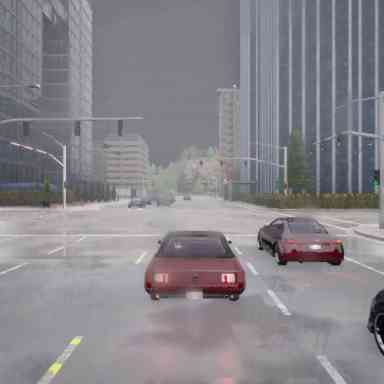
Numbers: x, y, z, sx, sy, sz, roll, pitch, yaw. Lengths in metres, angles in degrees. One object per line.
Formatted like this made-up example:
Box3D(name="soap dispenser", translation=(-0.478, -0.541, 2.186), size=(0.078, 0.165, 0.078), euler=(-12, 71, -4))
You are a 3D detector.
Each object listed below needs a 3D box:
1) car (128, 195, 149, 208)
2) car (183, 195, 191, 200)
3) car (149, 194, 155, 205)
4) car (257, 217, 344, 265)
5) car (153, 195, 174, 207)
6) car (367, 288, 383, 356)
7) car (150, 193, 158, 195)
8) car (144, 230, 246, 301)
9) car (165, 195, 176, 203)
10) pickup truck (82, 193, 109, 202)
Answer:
Box3D(name="car", translation=(-7.793, 1.526, 47.464), size=(1.812, 1.442, 4.674), euler=(0, 0, 1))
Box3D(name="car", translation=(-1.295, 1.553, 88.561), size=(1.994, 1.385, 4.181), euler=(0, 0, -1))
Box3D(name="car", translation=(-7.911, 1.504, 56.717), size=(1.837, 1.490, 4.892), euler=(0, 0, -1))
Box3D(name="car", translation=(3.577, 1.564, 11.647), size=(1.994, 1.385, 4.181), euler=(0, 0, 0))
Box3D(name="car", translation=(-4.350, 1.547, 51.564), size=(2.033, 1.411, 5.357), euler=(0, 0, -1))
Box3D(name="car", translation=(3.608, 1.564, 3.236), size=(1.994, 1.385, 4.181), euler=(0, 0, -1))
Box3D(name="car", translation=(-8.011, 1.225, 68.943), size=(2.150, 2.045, 5.566), euler=(0, 0, -1))
Box3D(name="car", translation=(0.071, 1.601, 8.289), size=(1.895, 1.301, 4.718), euler=(0, 0, 0))
Box3D(name="car", translation=(-4.553, 1.525, 71.846), size=(2.128, 1.511, 4.902), euler=(0, 0, -1))
Box3D(name="pickup truck", translation=(-21.197, 1.059, 73.336), size=(2.390, 2.098, 6.274), euler=(0, 0, 30))
